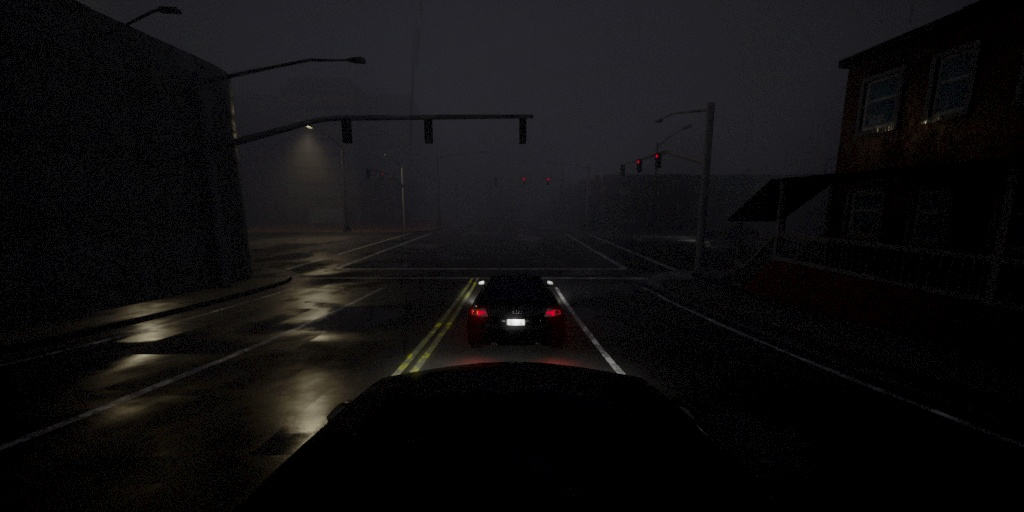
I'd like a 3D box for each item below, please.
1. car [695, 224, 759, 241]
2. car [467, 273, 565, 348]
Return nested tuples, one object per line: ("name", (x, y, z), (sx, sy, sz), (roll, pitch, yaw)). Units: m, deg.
("car", (20.523, -2.225, 33.868), (4.892, 1.490, 1.837), (0, 8, 0))
("car", (0.092, 1.090, 8.707), (1.994, 1.385, 4.181), (0, 3, 0))
